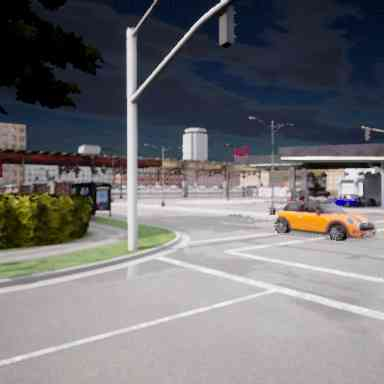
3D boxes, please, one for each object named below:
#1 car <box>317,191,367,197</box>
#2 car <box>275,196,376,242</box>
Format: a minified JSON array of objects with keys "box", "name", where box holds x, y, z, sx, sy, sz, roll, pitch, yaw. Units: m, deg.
[{"box":[18.630,1.075,41.582,2.242,1.667,4.611,0,0,-35],"name":"car"},{"box":[6.313,1.235,16.157,2.097,1.767,4.553,0,0,-35],"name":"car"}]
